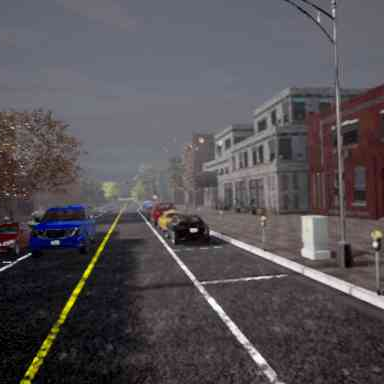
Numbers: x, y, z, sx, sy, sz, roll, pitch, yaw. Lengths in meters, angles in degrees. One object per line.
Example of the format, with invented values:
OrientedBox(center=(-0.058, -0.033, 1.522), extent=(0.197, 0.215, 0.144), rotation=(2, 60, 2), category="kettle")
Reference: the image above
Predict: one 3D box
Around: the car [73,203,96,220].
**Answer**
OrientedBox(center=(-13.724, 2.436, 42.703), extent=(2.192, 1.841, 5.009), rotation=(-3, -1, -11), category="car")

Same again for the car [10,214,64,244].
OrientedBox(center=(-9.559, 2.217, 20.904), extent=(2.008, 1.369, 4.403), rotation=(-3, -1, -11), category="car")

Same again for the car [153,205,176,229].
OrientedBox(center=(-1.366, 1.881, 22.647), extent=(1.752, 1.417, 4.829), rotation=(-3, -1, -11), category="car")

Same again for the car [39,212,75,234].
OrientedBox(center=(-10.596, 2.362, 26.353), extent=(1.802, 1.307, 4.206), rotation=(-3, -1, -11), category="car")

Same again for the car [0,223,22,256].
OrientedBox(center=(-8.519, 2.134, 15.454), extent=(1.802, 1.307, 4.206), rotation=(-3, -1, -11), category="car")

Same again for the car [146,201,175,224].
OrientedBox(center=(-2.384, 1.781, 27.932), extent=(2.192, 1.841, 5.009), rotation=(-3, -1, -11), category="car")

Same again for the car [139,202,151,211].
OrientedBox(center=(-8.635, 2.677, 60.791), extent=(1.752, 1.417, 4.829), rotation=(-3, -1, -11), category="car")

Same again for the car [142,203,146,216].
OrientedBox(center=(-4.447, 2.275, 38.827), extent=(1.802, 1.307, 4.206), rotation=(-3, -1, -11), category="car")

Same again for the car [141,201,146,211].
OrientedBox(center=(-5.520, 2.336, 44.444), extent=(1.752, 1.417, 4.829), rotation=(-3, -1, -11), category="car")

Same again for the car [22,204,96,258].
OrientedBox(center=(-5.819, 1.664, 15.595), extent=(2.150, 2.045, 5.566), rotation=(-2, -1, -11), category="car")

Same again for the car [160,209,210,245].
OrientedBox(center=(-0.295, 1.804, 17.031), extent=(1.947, 1.339, 4.313), rotation=(-3, -1, -11), category="car")
